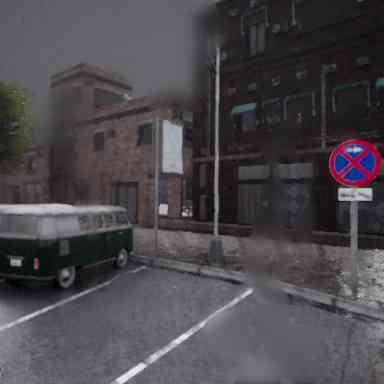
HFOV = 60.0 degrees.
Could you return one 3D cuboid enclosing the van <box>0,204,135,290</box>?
[{"bbox_3d":[-3.283,1.394,9.582,1.878,1.987,4.442,0,-2,19],"label":"van"}]
